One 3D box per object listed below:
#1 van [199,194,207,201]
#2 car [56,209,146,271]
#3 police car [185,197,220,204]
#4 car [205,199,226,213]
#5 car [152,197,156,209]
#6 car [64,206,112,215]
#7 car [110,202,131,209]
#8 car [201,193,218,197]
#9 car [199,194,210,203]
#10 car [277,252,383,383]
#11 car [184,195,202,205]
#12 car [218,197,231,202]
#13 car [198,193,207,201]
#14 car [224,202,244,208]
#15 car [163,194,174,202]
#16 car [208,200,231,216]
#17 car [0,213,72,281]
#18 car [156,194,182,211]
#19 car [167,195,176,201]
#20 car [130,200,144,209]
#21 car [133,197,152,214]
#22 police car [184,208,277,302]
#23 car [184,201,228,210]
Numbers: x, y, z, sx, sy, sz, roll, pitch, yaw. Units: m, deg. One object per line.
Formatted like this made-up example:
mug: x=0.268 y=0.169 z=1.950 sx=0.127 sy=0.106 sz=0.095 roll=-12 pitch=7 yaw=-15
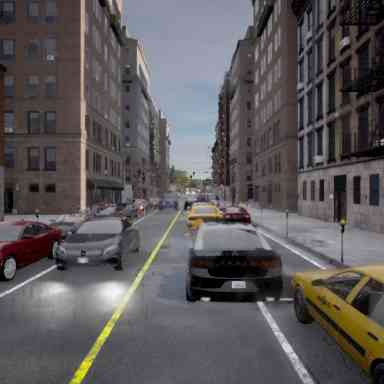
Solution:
van: x=2.688 y=1.324 z=81.978 sx=1.690 sy=1.788 sz=3.998 roll=0 pitch=0 yaw=0
car: x=-2.852 y=1.525 z=11.029 sx=1.812 sy=1.442 sz=4.674 roll=0 pitch=0 yaw=0
police car: x=0.707 y=1.422 z=24.407 sx=1.930 sy=1.638 sz=5.238 roll=0 pitch=0 yaw=-2
car: x=2.635 y=1.545 z=38.232 sx=2.008 sy=1.369 sz=4.403 roll=0 pitch=0 yaw=0
car: x=-5.391 y=1.433 z=43.913 sx=1.967 sy=1.590 sz=4.097 roll=0 pitch=0 yaw=0
car: x=-5.390 y=1.549 z=15.502 sx=2.008 sy=1.369 sz=4.403 roll=0 pitch=0 yaw=0
car: x=-5.390 y=1.542 z=21.185 sx=1.887 sy=1.381 sz=4.507 roll=0 pitch=0 yaw=0
car: x=2.634 y=1.308 z=43.914 sx=2.192 sy=1.841 sz=5.009 roll=0 pitch=0 yaw=0
car: x=2.697 y=1.301 z=70.970 sx=2.192 sy=1.841 sz=5.009 roll=0 pitch=0 yaw=0
car: x=2.635 y=1.525 z=4.308 sx=1.752 sy=1.417 sz=4.829 roll=0 pitch=0 yaw=0
car: x=0.009 y=1.471 z=42.463 sx=1.882 sy=1.535 sz=5.008 roll=0 pitch=0 yaw=0
car: x=2.635 y=1.437 z=26.868 sx=1.967 sy=1.590 sz=4.097 roll=0 pitch=0 yaw=0
car: x=2.683 y=1.296 z=87.482 sx=2.192 sy=1.841 sz=5.009 roll=0 pitch=0 yaw=0
car: x=2.635 y=1.542 z=21.185 sx=1.887 sy=1.381 sz=4.507 roll=0 pitch=0 yaw=0
car: x=-5.422 y=1.300 z=76.473 sx=2.192 sy=1.841 sz=5.009 roll=0 pitch=0 yaw=0
car: x=2.635 y=1.540 z=32.550 sx=1.887 sy=1.381 sz=4.507 roll=0 pitch=0 yaw=0
car: x=-5.390 y=1.544 z=9.820 sx=1.887 sy=1.381 sz=4.507 roll=0 pitch=0 yaw=0
car: x=-2.752 y=1.217 z=40.266 sx=2.150 sy=2.045 sz=5.566 roll=0 pitch=0 yaw=0
car: x=-5.418 y=1.532 z=87.480 sx=2.008 sy=1.369 sz=4.403 roll=0 pitch=0 yaw=0
car: x=-5.390 y=1.563 z=26.867 sx=1.947 sy=1.339 sz=4.313 roll=0 pitch=0 yaw=0
car: x=-5.390 y=1.436 z=32.549 sx=1.967 sy=1.590 sz=4.097 roll=0 pitch=0 yaw=0
police car: x=0.823 y=1.425 z=8.435 sx=1.930 sy=1.638 sz=5.238 roll=0 pitch=0 yaw=0
car: x=0.716 y=1.480 z=18.353 sx=1.882 sy=1.535 sz=5.008 roll=0 pitch=0 yaw=2
